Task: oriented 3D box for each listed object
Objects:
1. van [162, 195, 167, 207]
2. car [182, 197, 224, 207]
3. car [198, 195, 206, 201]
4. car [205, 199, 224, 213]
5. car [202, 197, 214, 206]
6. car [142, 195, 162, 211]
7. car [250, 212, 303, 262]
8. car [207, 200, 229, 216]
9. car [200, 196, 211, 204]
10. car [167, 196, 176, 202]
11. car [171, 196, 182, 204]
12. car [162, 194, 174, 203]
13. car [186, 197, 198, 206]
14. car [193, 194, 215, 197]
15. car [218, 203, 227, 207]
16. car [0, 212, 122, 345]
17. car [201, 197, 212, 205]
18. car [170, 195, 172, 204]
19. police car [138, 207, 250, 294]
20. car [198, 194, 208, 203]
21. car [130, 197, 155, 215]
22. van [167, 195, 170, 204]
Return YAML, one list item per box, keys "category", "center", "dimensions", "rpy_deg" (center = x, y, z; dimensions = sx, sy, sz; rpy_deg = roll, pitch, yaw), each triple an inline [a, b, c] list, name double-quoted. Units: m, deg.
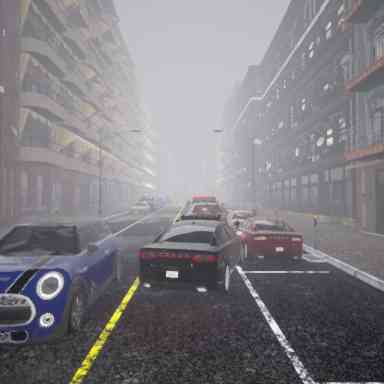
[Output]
- category: "van"
  center: [-5.250, 1.428, 50.821]
  dimensions: [1.690, 1.788, 3.998]
  rpy_deg: [2, 0, 0]
- category: "car"
  center: [0.703, 1.368, 18.633]
  dimensions: [2.097, 1.767, 4.553]
  rpy_deg: [0, 0, -3]
- category: "car"
  center: [2.624, 1.681, 89.471]
  dimensions: [1.967, 1.590, 4.097]
  rpy_deg: [1, 0, 0]
- category: "car"
  center: [2.615, 1.609, 39.692]
  dimensions: [2.008, 1.369, 4.403]
  rpy_deg: [1, 0, 0]
- category: "car"
  center: [2.629, 1.649, 56.284]
  dimensions: [1.887, 1.381, 4.507]
  rpy_deg: [1, 0, 0]
- category: "car"
  center: [-5.258, 1.373, 39.762]
  dimensions: [2.192, 1.841, 5.009]
  rpy_deg: [2, 0, 0]
- category: "car"
  center: [2.593, 1.554, 12.038]
  dimensions: [1.887, 1.381, 4.507]
  rpy_deg: [1, 0, 0]
- category: "car"
  center: [2.611, 1.591, 34.160]
  dimensions: [1.887, 1.381, 4.507]
  rpy_deg: [1, 0, 0]
- category: "car"
  center: [2.648, 1.585, 67.346]
  dimensions: [1.967, 1.590, 4.097]
  rpy_deg: [1, 0, 0]
- category: "car"
  center: [-5.230, 1.780, 84.005]
  dimensions: [1.947, 1.339, 4.313]
  rpy_deg: [1, 0, 0]
- category: "car"
  center: [-2.696, 1.741, 66.394]
  dimensions: [1.895, 1.301, 4.718]
  rpy_deg: [0, 0, 0]
- category: "car"
  center: [-5.232, 1.482, 72.943]
  dimensions: [2.192, 1.841, 5.009]
  rpy_deg: [1, 0, 0]
- category: "car"
  center: [0.048, 1.606, 59.428]
  dimensions: [2.128, 1.511, 4.902]
  rpy_deg: [0, 0, 0]
- category: "car"
  center: [0.844, 1.252, 24.743]
  dimensions: [2.150, 2.045, 5.566]
  rpy_deg: [0, 0, 0]
- category: "car"
  center: [2.598, 1.541, 17.740]
  dimensions: [1.752, 1.417, 4.829]
  rpy_deg: [1, 0, 0]
- category: "car"
  center: [-2.847, 1.356, 6.716]
  dimensions: [2.097, 1.767, 4.553]
  rpy_deg: [0, 0, 0]
- category: "car"
  center: [2.634, 1.668, 61.814]
  dimensions: [1.887, 1.381, 4.507]
  rpy_deg: [1, 0, 0]
- category: "car"
  center: [-5.237, 1.460, 67.413]
  dimensions: [2.192, 1.841, 5.009]
  rpy_deg: [1, 0, 0]
- category: "police car"
  center: [0.282, 1.431, 9.089]
  dimensions: [1.930, 1.638, 5.238]
  rpy_deg: [0, 0, 15]
- category: "car"
  center: [2.618, 1.504, 78.408]
  dimensions: [2.192, 1.841, 5.009]
  rpy_deg: [1, 0, 0]
- category: "car"
  center: [-5.269, 1.571, 34.060]
  dimensions: [1.752, 1.417, 4.829]
  rpy_deg: [2, 0, 0]
- category: "van"
  center: [-5.246, 1.446, 56.353]
  dimensions: [1.690, 1.788, 3.998]
  rpy_deg: [1, 0, 0]
